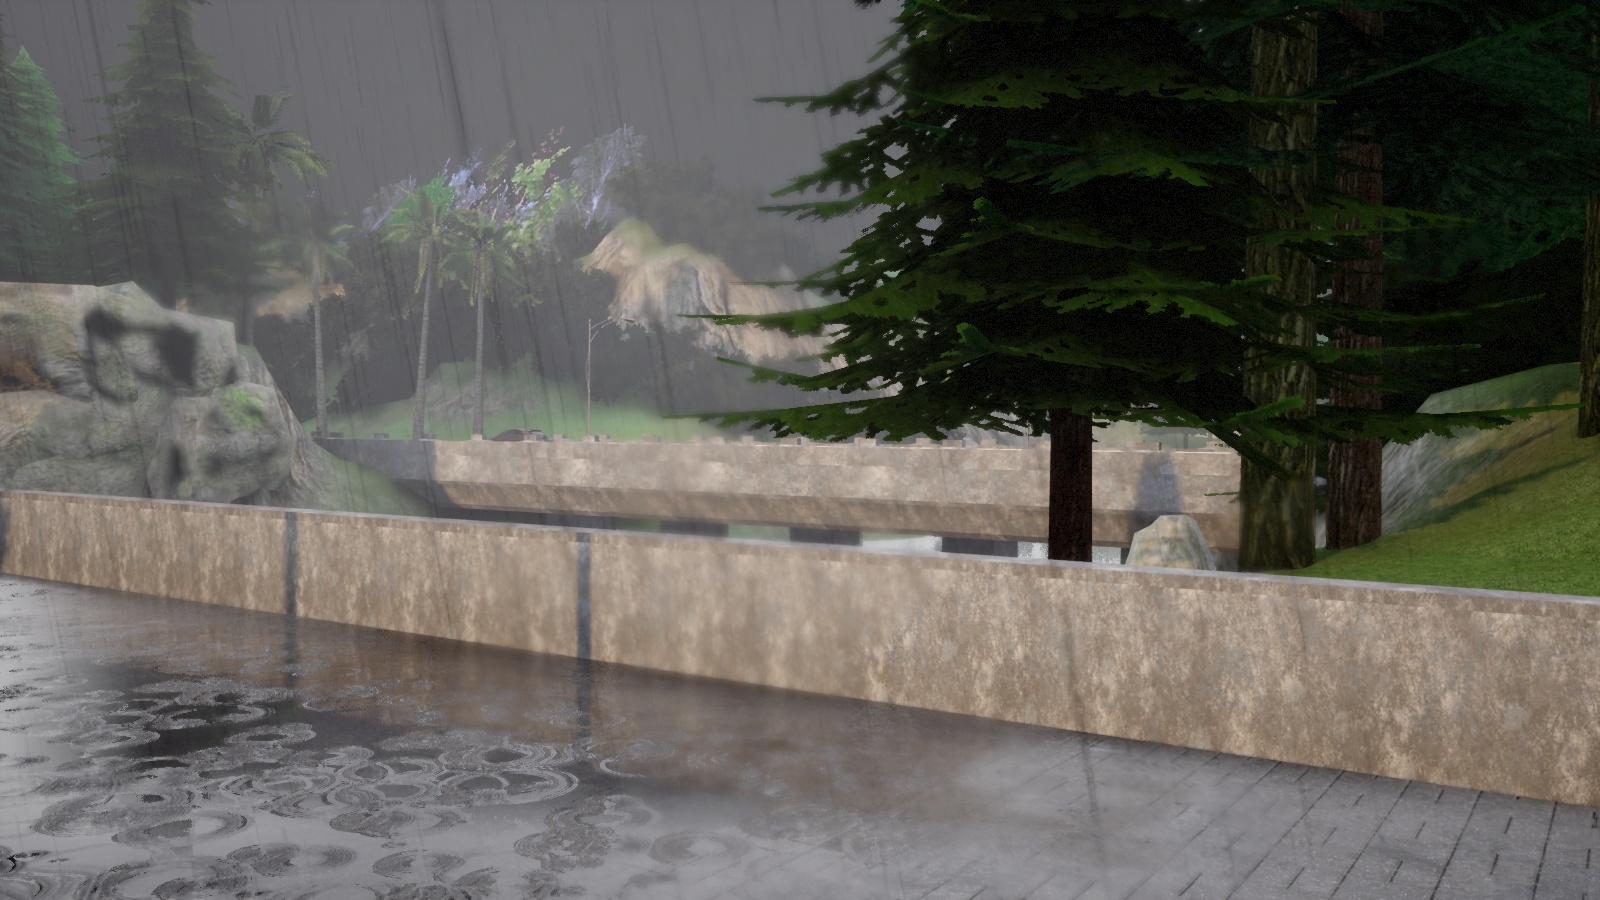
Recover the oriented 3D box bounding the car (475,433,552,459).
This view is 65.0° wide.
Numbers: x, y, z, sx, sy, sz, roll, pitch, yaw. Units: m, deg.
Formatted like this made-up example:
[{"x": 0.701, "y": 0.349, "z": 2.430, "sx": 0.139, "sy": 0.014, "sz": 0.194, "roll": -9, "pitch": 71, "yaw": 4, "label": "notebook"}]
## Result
[{"x": -18.562, "y": -0.279, "z": 81.228, "sx": 4.856, "sy": 1.649, "sz": 2.033, "roll": 0, "pitch": 1, "yaw": 34, "label": "car"}]
